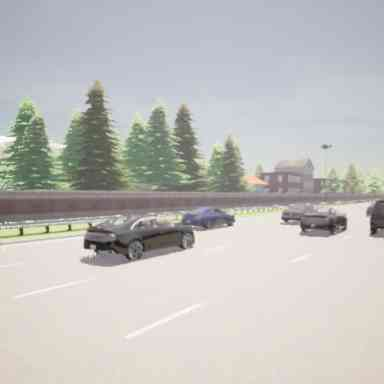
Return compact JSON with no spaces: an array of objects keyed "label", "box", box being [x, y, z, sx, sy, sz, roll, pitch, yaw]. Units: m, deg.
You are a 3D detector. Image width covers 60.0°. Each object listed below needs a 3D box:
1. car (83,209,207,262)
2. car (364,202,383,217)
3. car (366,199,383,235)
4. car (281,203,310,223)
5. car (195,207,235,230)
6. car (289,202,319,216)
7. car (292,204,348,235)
[{"label":"car","box":[-1.779,1.603,12.827,2.128,1.511,4.902,0,0,37]},{"label":"car","box":[20.985,1.906,37.513,2.033,1.411,5.357,0,-1,37]},{"label":"car","box":[12.075,1.414,19.698,2.150,2.045,5.566,0,0,37]},{"label":"car","box":[9.057,1.800,27.368,2.033,1.411,5.357,0,-1,37]},{"label":"car","box":[1.168,1.724,22.638,1.812,1.442,4.674,0,0,37]},{"label":"car","box":[13.022,1.919,38.542,1.994,1.385,4.181,0,-1,37]},{"label":"car","box":[8.130,1.681,20.265,2.128,1.511,4.902,0,-1,37]}]
